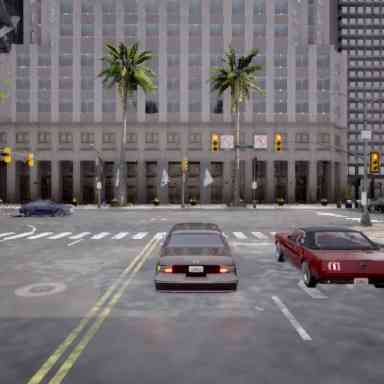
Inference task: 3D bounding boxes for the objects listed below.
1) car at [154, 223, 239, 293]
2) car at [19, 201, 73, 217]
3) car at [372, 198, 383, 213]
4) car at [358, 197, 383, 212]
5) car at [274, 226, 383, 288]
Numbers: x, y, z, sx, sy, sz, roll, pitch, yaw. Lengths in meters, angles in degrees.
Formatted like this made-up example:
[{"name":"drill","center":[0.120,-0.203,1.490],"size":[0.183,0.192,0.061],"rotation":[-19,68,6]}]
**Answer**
[{"name":"car","center":[0.097,1.547,8.977],"size":[2.033,1.411,5.357],"rotation":[0,0,0]},{"name":"car","center":[-13.418,1.526,30.753],"size":[4.674,1.442,1.812],"rotation":[0,0,0]},{"name":"car","center":[21.667,1.601,34.315],"size":[4.718,1.301,1.895],"rotation":[0,0,0]},{"name":"car","center":[21.401,1.352,37.817],"size":[4.553,1.767,2.097],"rotation":[0,0,0]},{"name":"car","center":[3.643,1.601,9.244],"size":[1.895,1.301,4.718],"rotation":[0,0,2]}]
